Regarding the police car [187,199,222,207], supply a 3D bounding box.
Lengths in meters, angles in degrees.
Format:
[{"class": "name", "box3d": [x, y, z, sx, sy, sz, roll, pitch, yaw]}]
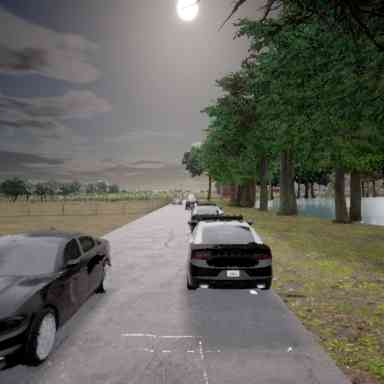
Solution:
[{"class": "police car", "box3d": [0.833, 1.458, 19.253, 1.930, 1.638, 5.238, 0, 0, 0]}]

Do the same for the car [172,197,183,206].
[{"class": "car", "box3d": [-2.723, 1.752, 61.579, 2.128, 1.511, 4.902, 0, 0, 0]}]

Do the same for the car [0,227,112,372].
[{"class": "car", "box3d": [-2.847, 1.482, 6.007, 1.882, 1.535, 5.008, 0, 0, 0]}]

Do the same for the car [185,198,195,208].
[{"class": "car", "box3d": [0.046, 1.638, 47.683, 1.882, 1.535, 5.008, 0, 0, 1]}]

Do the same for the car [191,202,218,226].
[{"class": "car", "box3d": [0.835, 1.557, 25.143, 1.837, 1.490, 4.892, 0, 0, 0]}]

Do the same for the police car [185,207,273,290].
[{"class": "police car", "box3d": [0.829, 1.435, 9.252, 1.930, 1.638, 5.238, 0, 0, 0]}]
